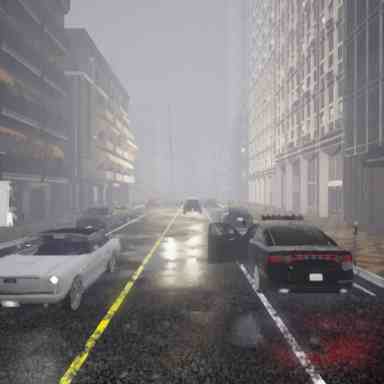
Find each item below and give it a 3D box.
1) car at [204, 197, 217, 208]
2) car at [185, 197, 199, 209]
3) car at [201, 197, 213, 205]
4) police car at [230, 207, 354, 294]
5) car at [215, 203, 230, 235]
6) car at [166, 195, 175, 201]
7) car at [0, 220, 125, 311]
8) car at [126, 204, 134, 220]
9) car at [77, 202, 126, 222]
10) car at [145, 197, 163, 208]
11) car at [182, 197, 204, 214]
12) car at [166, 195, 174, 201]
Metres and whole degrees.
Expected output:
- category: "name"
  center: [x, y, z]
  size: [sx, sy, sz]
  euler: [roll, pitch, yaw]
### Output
- category: "car"
  center: [2.683, 1.537, 48.847]
  size: [1.887, 1.381, 4.507]
  euler: [0, 0, 0]
- category: "car"
  center: [0.022, 1.517, 46.796]
  size: [1.812, 1.442, 4.674]
  euler: [0, 0, 1]
- category: "car"
  center: [2.681, 1.545, 60.145]
  size: [2.008, 1.369, 4.403]
  euler: [0, 0, 0]
- category: "police car"
  center: [2.366, 1.420, 8.928]
  size: [1.930, 1.638, 5.238]
  euler: [0, 0, 0]
- category: "car"
  center: [2.687, 1.557, 20.605]
  size: [1.947, 1.339, 4.313]
  euler: [0, 0, 0]
- category: "car"
  center: [-5.703, 1.560, 88.386]
  size: [2.008, 1.369, 4.403]
  euler: [0, 0, 0]
- category: "car"
  center: [-3.101, 1.596, 7.879]
  size: [1.895, 1.301, 4.718]
  euler: [0, 0, 0]
- category: "car"
  center: [-5.695, 1.516, 26.082]
  size: [1.752, 1.417, 4.829]
  euler: [0, 0, 0]
- category: "car"
  center: [-5.694, 1.557, 20.603]
  size: [1.947, 1.339, 4.313]
  euler: [0, 0, 0]
- category: "car"
  center: [-5.698, 1.432, 48.846]
  size: [1.967, 1.590, 4.097]
  euler: [0, 0, 0]
- category: "car"
  center: [0.065, 1.496, 35.004]
  size: [1.837, 1.490, 4.892]
  euler: [0, 0, 0]
- category: "car"
  center: [-5.703, 1.556, 82.738]
  size: [2.008, 1.369, 4.403]
  euler: [0, 0, 0]
